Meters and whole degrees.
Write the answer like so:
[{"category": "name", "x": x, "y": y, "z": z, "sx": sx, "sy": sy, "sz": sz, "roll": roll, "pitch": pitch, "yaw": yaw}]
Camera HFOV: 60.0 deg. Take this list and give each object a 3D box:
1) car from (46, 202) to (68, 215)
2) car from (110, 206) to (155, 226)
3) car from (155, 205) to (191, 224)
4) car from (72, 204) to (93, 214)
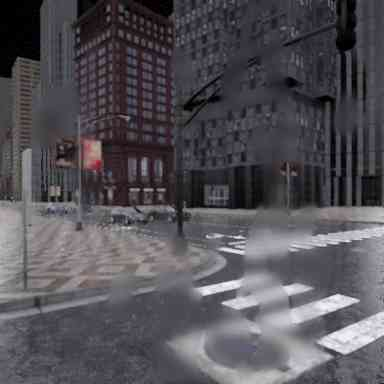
[{"category": "car", "x": -19.213, "y": 2.252, "z": 47.210, "sx": 2.097, "sy": 1.767, "sz": 4.553, "roll": 0, "pitch": -1, "yaw": -35}, {"category": "car", "x": -5.335, "y": 1.951, "z": 27.869, "sx": 1.837, "sy": 1.490, "sz": 4.892, "roll": 0, "pitch": -1, "yaw": -36}, {"category": "car", "x": -2.008, "y": 1.892, "z": 28.814, "sx": 1.882, "sy": 1.535, "sz": 5.008, "roll": 0, "pitch": -1, "yaw": -36}, {"category": "car", "x": -15.767, "y": 2.429, "z": 47.969, "sx": 1.994, "sy": 1.385, "sz": 4.181, "roll": 0, "pitch": -1, "yaw": -35}]
